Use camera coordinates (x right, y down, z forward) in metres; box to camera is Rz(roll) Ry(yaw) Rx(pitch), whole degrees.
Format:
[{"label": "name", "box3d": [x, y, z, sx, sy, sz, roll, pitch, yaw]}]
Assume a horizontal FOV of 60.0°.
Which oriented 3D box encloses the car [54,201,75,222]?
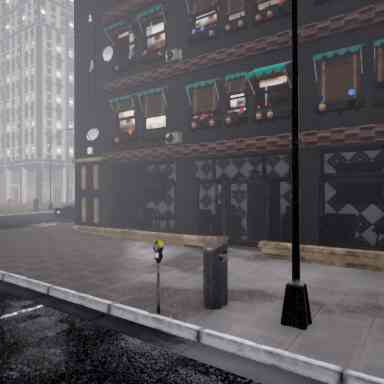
[{"label": "car", "box3d": [-7.266, 1.279, 22.770, 1.947, 1.339, 4.313, 1, 1, 35]}]
